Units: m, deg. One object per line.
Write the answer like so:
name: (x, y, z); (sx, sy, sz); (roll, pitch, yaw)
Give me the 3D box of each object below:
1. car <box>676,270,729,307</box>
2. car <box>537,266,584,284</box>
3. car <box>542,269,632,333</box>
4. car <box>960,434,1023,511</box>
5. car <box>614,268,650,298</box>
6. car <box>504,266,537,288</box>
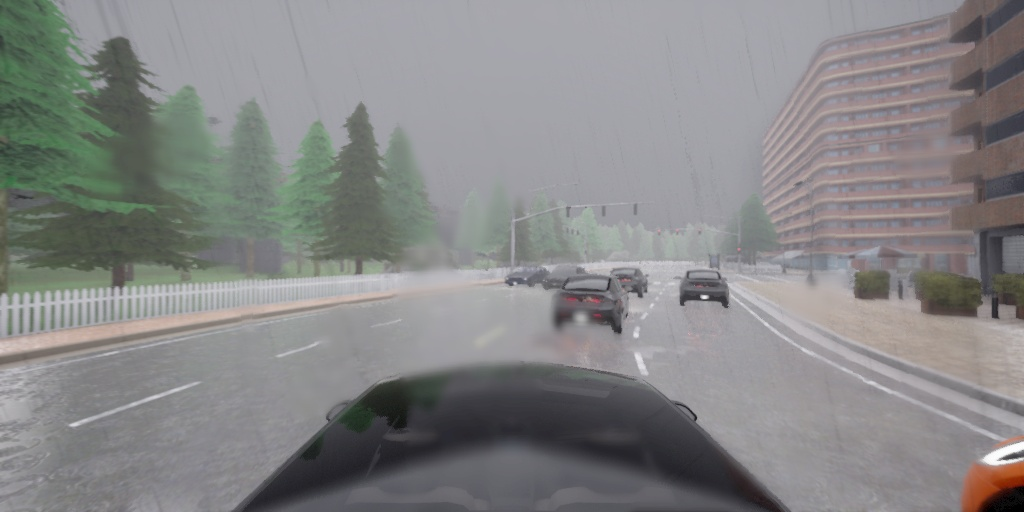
car: (8.647, 1.370, 16.395); (1.837, 1.490, 4.892); (0, 0, 25)
car: (3.520, 1.380, 22.404); (1.837, 1.490, 4.892); (0, -1, 26)
car: (2.557, 1.314, 11.118); (1.837, 1.490, 4.892); (0, -1, 21)
car: (3.764, 1.109, 0.205); (2.097, 1.767, 4.553); (0, 0, -2)
car: (6.353, 1.376, 19.730); (1.837, 1.490, 4.892); (0, 0, 25)
car: (1.383, 1.431, 25.974); (2.033, 1.411, 5.357); (0, 0, 26)
